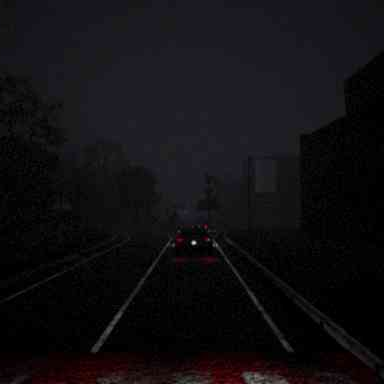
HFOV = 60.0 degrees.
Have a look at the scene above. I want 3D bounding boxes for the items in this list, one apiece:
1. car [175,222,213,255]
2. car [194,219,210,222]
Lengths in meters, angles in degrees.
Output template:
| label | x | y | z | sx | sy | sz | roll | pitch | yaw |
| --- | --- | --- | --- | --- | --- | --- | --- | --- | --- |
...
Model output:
| label | x | y | z | sx | sy | sz | roll | pitch | yaw |
| --- | --- | --- | --- | --- | --- | --- | --- | --- | --- |
| car | 0.097 | 2.638 | 18.708 | 1.994 | 1.385 | 4.181 | 0 | -3 | 0 |
| car | 0.984 | 3.374 | 33.016 | 2.033 | 1.411 | 5.357 | -1 | -3 | 7 |
